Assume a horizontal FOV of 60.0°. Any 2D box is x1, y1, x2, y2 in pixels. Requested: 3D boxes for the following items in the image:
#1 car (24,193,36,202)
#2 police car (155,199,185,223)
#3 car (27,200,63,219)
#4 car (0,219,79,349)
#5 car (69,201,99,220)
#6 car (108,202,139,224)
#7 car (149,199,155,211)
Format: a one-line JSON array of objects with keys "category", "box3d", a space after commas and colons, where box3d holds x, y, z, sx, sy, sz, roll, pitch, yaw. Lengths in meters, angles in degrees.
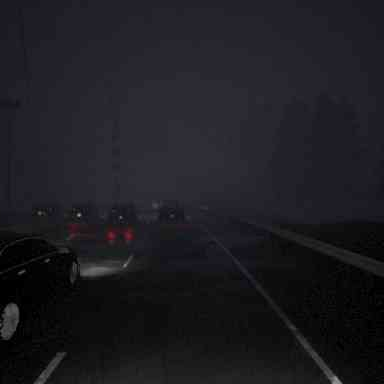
[{"category": "car", "box3d": [-37.357, 1.305, 76.764, 2.150, 2.045, 5.566, 0, 0, -23]}, {"category": "police car", "box3d": [-1.640, 1.441, 25.560, 1.930, 1.638, 5.238, 0, 0, -7]}, {"category": "car", "box3d": [-12.770, 1.555, 29.447, 1.812, 1.442, 4.674, 0, 0, -8]}, {"category": "car", "box3d": [-3.610, 1.512, 6.218, 1.837, 1.490, 4.892, 0, 0, -2]}, {"category": "car", "box3d": [-9.027, 1.529, 28.009, 1.837, 1.490, 4.892, 0, 0, -8]}, {"category": "car", "box3d": [-5.062, 1.510, 24.699, 2.128, 1.511, 4.902, 0, 0, -7]}, {"category": "car", "box3d": [-4.236, 1.553, 41.402, 1.812, 1.442, 4.674, 0, 0, -11]}]
